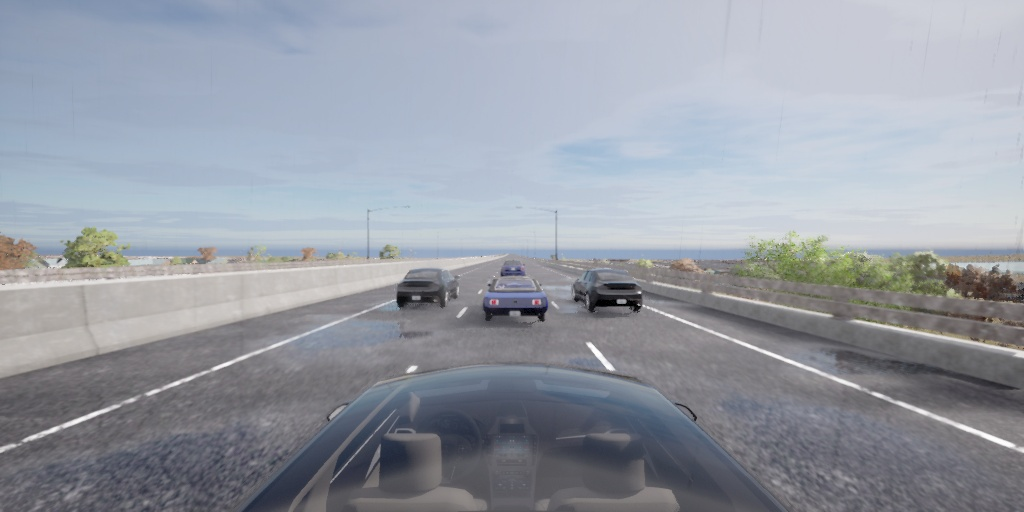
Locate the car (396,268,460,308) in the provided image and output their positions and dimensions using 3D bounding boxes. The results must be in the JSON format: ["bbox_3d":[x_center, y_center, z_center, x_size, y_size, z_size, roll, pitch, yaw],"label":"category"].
[{"bbox_3d":[-3.405,1.245,15.177,1.837,1.490,4.892,0,0,0],"label":"car"}]

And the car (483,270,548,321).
[{"bbox_3d":[0.096,1.343,12.398,1.895,1.301,4.718,0,0,0],"label":"car"}]

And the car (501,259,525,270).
[{"bbox_3d":[0.088,1.080,31.256,2.097,1.767,4.553,0,0,0],"label":"car"}]

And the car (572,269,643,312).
[{"bbox_3d":[3.595,1.246,14.179,1.837,1.490,4.892,0,0,0],"label":"car"}]
